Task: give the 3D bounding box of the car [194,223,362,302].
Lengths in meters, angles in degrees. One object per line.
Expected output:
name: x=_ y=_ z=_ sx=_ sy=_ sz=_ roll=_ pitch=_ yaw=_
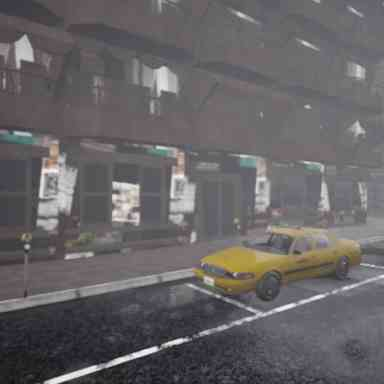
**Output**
car: x=2.313 y=1.486 z=8.197 sx=4.829 sy=1.417 sz=1.752 roll=0 pitch=1 yaw=-36
